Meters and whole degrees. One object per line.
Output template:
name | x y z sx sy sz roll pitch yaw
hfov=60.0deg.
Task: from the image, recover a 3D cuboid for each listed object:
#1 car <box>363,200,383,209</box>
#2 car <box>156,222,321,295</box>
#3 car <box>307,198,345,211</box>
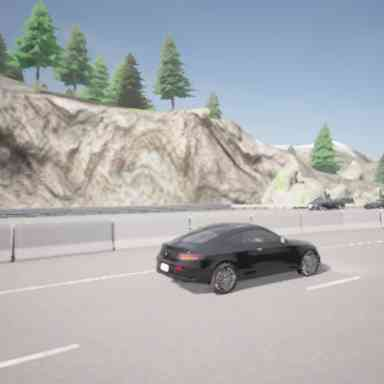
car | 21.992 1.600 38.636 4.181 1.385 1.994 0 0 -20
car | 1.324 1.520 8.677 4.674 1.442 1.812 0 0 -33
car | 16.193 1.505 40.131 4.902 1.511 2.128 0 0 -22
